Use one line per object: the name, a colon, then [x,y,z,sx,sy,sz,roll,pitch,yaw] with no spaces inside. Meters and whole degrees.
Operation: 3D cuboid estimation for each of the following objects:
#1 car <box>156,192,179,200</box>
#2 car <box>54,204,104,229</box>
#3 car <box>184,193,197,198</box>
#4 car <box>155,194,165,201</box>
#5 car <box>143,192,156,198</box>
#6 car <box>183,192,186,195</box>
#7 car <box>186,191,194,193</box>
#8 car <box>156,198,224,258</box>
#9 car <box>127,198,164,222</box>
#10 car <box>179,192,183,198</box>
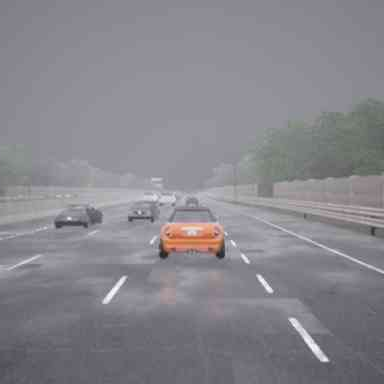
car: [-3.479,0.980,48.002,2.150,2.045,5.566,0,0,0]
car: [-6.990,1.461,20.956,1.994,1.385,4.181,0,0,0]
car: [0.020,1.261,48.698,1.837,1.490,4.892,0,0,0]
car: [-6.969,1.172,72.679,1.812,1.442,4.674,0,0,0]
car: [-6.977,0.941,56.249,2.150,2.045,5.566,0,0,0]
car: [-3.461,1.156,92.695,1.895,1.301,4.718,0,0,0]
car: [0.031,1.148,72.728,1.837,1.490,4.892,0,0,0]
car: [0.005,1.293,12.661,2.097,1.767,4.553,0,0,0]
car: [-3.489,1.424,24.705,2.033,1.411,5.357,0,0,0]
car: [-3.469,1.243,72.745,1.895,1.301,4.718,0,0,0]
